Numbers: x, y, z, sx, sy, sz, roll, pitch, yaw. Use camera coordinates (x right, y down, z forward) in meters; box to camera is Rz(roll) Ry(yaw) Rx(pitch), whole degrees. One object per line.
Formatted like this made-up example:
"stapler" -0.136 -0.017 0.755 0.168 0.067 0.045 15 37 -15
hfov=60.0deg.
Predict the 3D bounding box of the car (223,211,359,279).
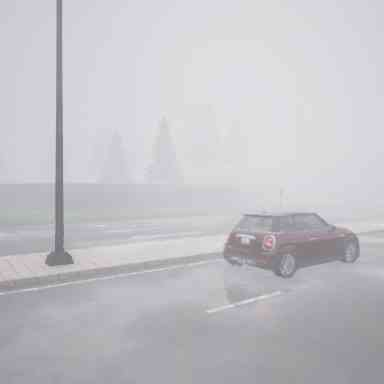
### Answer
"car" 3.187 1.353 10.320 4.553 1.767 2.097 0 0 -35
